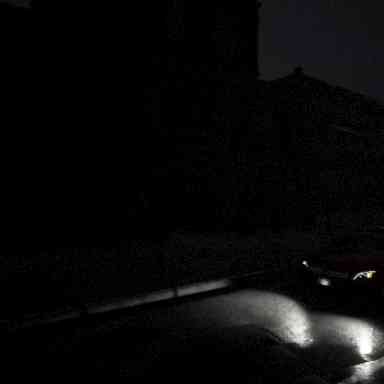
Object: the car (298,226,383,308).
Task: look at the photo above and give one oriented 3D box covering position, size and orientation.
[{"bbox_3d":[4.629,1.608,8.188,4.674,1.442,1.812,1,-1,-35],"label":"car"}]
